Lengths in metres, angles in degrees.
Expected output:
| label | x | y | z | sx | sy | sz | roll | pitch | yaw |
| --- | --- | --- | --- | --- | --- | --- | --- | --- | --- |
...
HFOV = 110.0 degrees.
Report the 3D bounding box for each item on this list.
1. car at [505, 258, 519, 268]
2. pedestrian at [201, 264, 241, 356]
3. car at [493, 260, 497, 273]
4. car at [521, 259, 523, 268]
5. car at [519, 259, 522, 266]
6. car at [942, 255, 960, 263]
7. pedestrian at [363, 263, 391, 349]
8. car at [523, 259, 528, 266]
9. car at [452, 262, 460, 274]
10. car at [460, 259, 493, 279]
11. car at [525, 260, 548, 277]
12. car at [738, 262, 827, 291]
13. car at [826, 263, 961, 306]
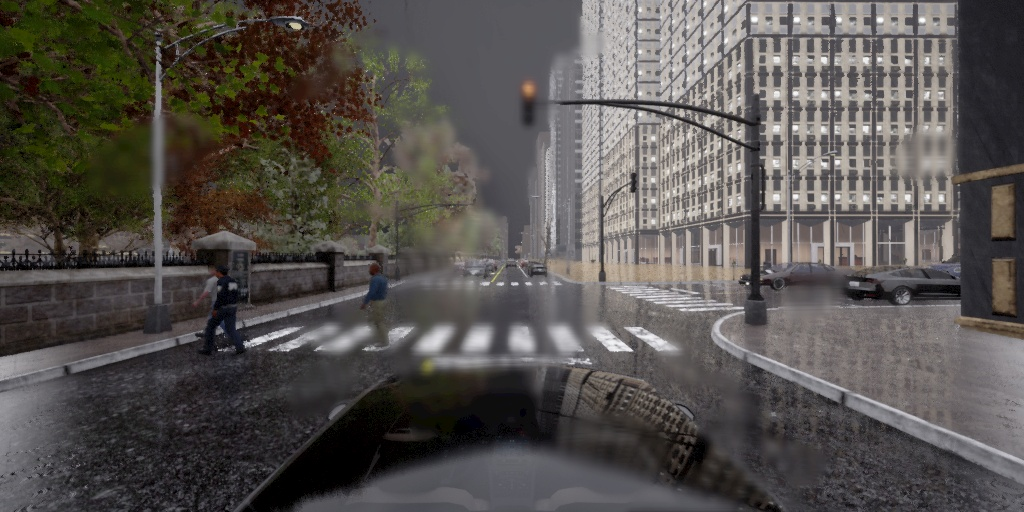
| label | x | y | z | sx | sy | sz | roll | pitch | yaw |
| --- | --- | --- | --- | --- | --- | --- | --- | --- | --- |
| car | -0.135 | 1.295 | 62.562 | 1.837 | 1.490 | 4.892 | 0 | 0 | 0 |
| pedestrian | -5.733 | 1.045 | 7.071 | 0.375 | 1.860 | 0.375 | 0 | 0 | 0 |
| car | -3.189 | 1.334 | 43.656 | 1.994 | 1.385 | 4.181 | 0 | 0 | 0 |
| car | 2.590 | 1.339 | 46.997 | 1.948 | 1.339 | 4.313 | 0 | 0 | 0 |
| car | 2.554 | 1.337 | 63.895 | 1.888 | 1.381 | 4.507 | 0 | 0 | 0 |
| car | 24.603 | 0.667 | 19.045 | 4.553 | 1.767 | 2.097 | -1 | 0 | 0 |
| pedestrian | -2.874 | 1.044 | 7.677 | 0.375 | 1.860 | 0.375 | 0 | 0 | 0 |
| car | 2.602 | 1.334 | 41.365 | 1.948 | 1.339 | 4.313 | 0 | 0 | 0 |
| car | -5.778 | 1.350 | 41.346 | 1.802 | 1.307 | 4.207 | 0 | 0 | 0 |
| car | -3.160 | 1.255 | 32.918 | 2.128 | 1.511 | 4.902 | 0 | 0 | 1 |
| car | 2.614 | 1.330 | 35.732 | 1.948 | 1.339 | 4.313 | 0 | 0 | 0 |
| car | 15.102 | 1.025 | 18.974 | 5.357 | 1.411 | 2.033 | -1 | 0 | 0 |
| car | 14.659 | 1.026 | 13.176 | 4.313 | 1.339 | 1.948 | 0 | 0 | 0 |
